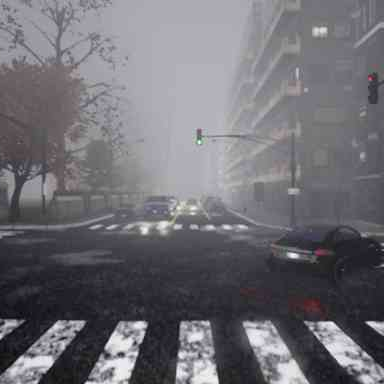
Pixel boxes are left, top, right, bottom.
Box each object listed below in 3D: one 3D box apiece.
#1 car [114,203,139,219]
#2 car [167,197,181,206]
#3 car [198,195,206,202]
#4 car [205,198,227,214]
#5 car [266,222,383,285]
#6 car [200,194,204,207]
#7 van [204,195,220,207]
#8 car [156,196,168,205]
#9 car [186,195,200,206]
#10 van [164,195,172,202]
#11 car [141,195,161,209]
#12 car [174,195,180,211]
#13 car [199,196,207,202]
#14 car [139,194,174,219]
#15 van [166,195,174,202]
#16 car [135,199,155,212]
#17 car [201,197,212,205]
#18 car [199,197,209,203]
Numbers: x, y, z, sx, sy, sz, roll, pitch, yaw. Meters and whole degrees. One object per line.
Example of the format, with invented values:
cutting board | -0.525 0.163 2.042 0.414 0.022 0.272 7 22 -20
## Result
car | -5.700 1.621 29.870 1.947 1.339 4.313 0 0 0
car | -3.056 1.617 57.575 2.128 1.511 4.902 0 0 1
car | 2.654 1.662 86.175 1.967 1.590 4.097 0 0 0
car | 2.677 1.612 35.503 1.887 1.381 4.507 0 0 0
car | 4.009 1.602 9.798 4.181 1.385 1.994 1 0 -44
car | 2.670 1.551 52.395 1.967 1.590 4.097 0 0 0
van | 2.675 1.422 41.135 1.690 1.788 3.998 0 0 0
car | -5.716 1.584 63.652 1.967 1.590 4.097 0 0 0
car | -0.026 1.694 58.970 1.994 1.385 4.181 0 0 0
van | -5.724 1.541 80.542 1.690 1.788 3.998 0 0 0
car | -5.708 1.411 46.761 2.192 1.841 5.009 0 0 0
car | -3.094 1.304 42.804 2.150 2.045 5.566 0 0 0
car | 2.656 1.745 80.545 1.887 1.381 4.507 0 0 0
car | -3.104 1.277 30.209 2.150 2.045 5.566 0 0 -1
van | -5.726 1.562 86.171 1.690 1.788 3.998 0 0 0
car | -5.705 1.606 40.961 1.752 1.417 4.829 0 0 0
car | 2.664 1.689 63.654 1.887 1.381 4.507 0 0 0
car | 2.659 1.731 74.915 2.008 1.369 4.403 0 0 0
